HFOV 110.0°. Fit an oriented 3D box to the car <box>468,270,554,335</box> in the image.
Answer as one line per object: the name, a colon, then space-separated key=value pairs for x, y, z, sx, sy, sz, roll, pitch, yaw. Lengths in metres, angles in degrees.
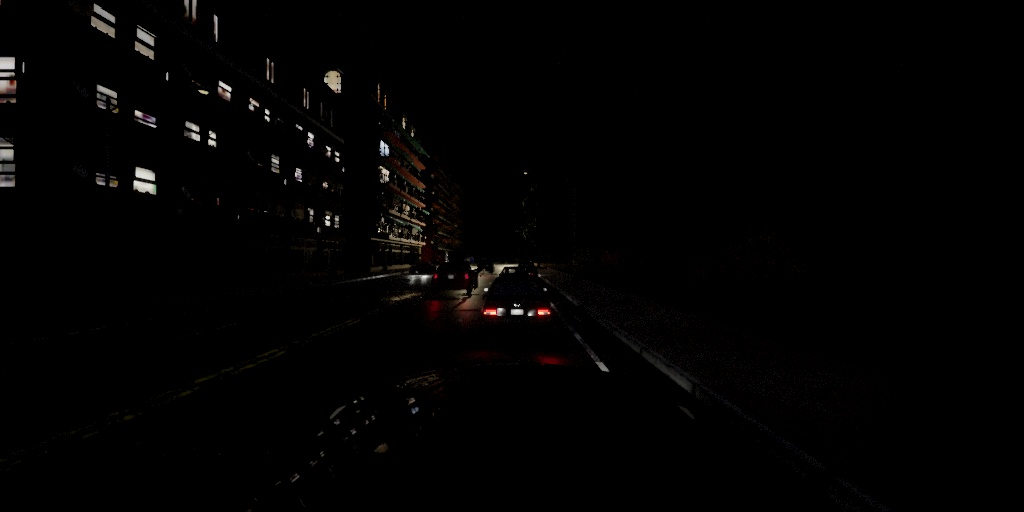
car: x=0.111 y=1.299 z=10.513 sx=2.033 sy=1.411 sz=5.357 roll=0 pitch=0 yaw=0

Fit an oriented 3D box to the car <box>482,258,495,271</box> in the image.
car: x=-3.108 y=1.258 z=42.274 sx=1.837 sy=1.490 sz=4.892 roll=0 pitch=0 yaw=0

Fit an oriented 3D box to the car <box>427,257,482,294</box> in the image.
car: x=-3.129 y=1.104 z=20.455 sx=2.097 sy=1.767 sz=4.553 roll=0 pitch=0 yaw=0

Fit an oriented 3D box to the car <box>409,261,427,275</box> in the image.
car: x=-9.810 y=1.301 z=39.618 sx=2.033 sy=1.411 sz=5.357 roll=0 pitch=0 yaw=0

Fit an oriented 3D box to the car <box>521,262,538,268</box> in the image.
car: x=1.167 y=1.259 z=30.642 sx=1.837 sy=1.490 sz=4.892 roll=0 pitch=0 yaw=0

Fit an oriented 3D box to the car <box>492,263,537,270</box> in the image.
car: x=0.119 y=1.300 z=20.875 sx=2.033 sy=1.411 sz=5.357 roll=0 pitch=0 yaw=0
